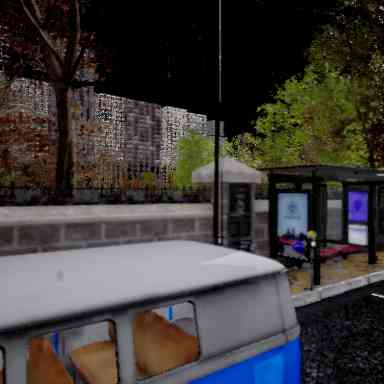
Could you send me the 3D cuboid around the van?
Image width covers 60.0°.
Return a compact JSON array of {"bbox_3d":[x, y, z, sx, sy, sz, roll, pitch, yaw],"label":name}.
[{"bbox_3d":[-1.038,1.334,2.135,3.998,1.788,1.690,0,0,-35],"label":"van"}]
